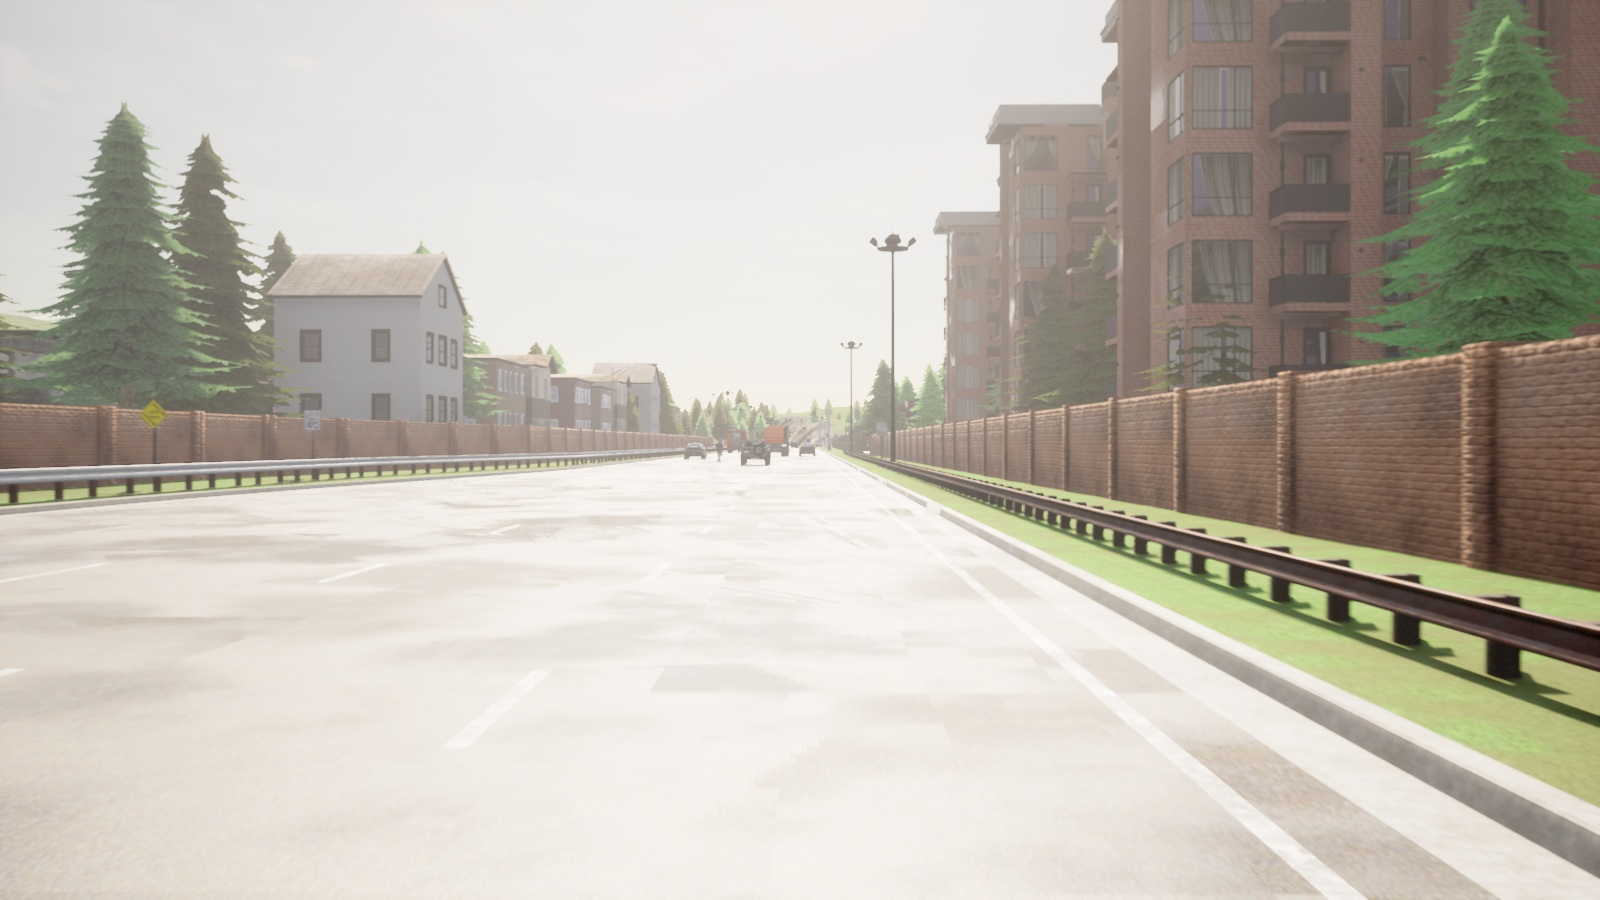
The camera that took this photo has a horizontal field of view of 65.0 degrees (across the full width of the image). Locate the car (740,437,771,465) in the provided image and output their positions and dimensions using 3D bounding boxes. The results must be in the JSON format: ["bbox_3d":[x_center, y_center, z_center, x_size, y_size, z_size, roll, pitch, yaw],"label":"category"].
[{"bbox_3d":[-2.999,0.081,85.533,1.932,1.855,4.605,0,0,0],"label":"car"}]
